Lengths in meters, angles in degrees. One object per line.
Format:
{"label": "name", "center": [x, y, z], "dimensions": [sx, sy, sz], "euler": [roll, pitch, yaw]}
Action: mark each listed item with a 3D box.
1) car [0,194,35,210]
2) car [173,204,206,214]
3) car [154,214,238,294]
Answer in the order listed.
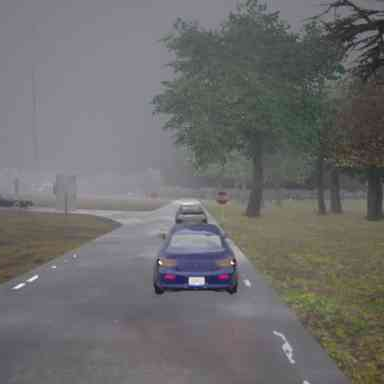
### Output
{"label": "car", "center": [-17.041, 0.856, 30.375], "dimensions": [4.718, 1.301, 1.895], "euler": [3, -1, 0]}
{"label": "car", "center": [-0.146, 1.520, 20.711], "dimensions": [2.128, 1.511, 4.902], "euler": [0, 0, -3]}
{"label": "car", "center": [0.077, 1.535, 8.665], "dimensions": [1.812, 1.442, 4.674], "euler": [0, 0, 0]}
